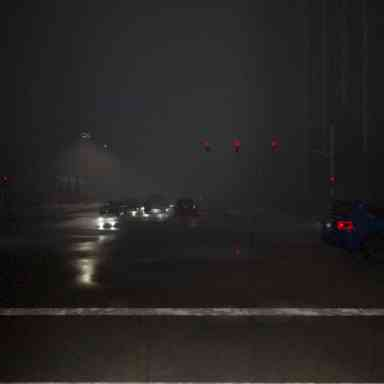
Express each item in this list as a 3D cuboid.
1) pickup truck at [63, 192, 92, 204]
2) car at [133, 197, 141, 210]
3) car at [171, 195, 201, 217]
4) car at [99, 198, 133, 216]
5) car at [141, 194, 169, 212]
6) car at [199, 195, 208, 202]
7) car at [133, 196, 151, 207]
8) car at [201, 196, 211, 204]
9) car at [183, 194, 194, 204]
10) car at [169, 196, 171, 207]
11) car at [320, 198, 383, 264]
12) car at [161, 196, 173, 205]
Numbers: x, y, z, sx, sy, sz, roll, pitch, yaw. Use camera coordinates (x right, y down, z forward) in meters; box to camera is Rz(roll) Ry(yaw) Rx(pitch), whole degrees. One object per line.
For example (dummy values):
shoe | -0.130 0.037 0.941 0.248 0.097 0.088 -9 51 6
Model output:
pickup truck | -20.926 1.059 59.994 2.390 2.098 6.274 0 0 30
car | -7.725 1.478 42.148 1.882 1.535 5.008 0 0 -1
car | -0.507 1.352 31.173 2.097 1.767 4.553 0 0 2
car | -7.704 1.491 32.845 2.128 1.511 4.902 0 0 2
car | -4.186 1.221 38.479 2.150 2.045 5.566 0 0 -1
car | 2.545 1.524 75.160 1.812 1.442 4.674 0 0 -1
car | -7.823 1.491 52.532 2.128 1.511 4.902 0 0 -1
car | 2.748 1.491 64.776 2.128 1.511 4.902 0 0 -1
car | -0.758 1.352 65.364 2.097 1.767 4.553 0 0 -1
car | -4.281 1.601 48.426 1.895 1.301 4.718 0 0 -1
car | 7.325 1.221 11.362 5.566 2.045 2.150 0 0 0
car | -4.367 1.478 58.865 1.882 1.535 5.008 0 0 0
